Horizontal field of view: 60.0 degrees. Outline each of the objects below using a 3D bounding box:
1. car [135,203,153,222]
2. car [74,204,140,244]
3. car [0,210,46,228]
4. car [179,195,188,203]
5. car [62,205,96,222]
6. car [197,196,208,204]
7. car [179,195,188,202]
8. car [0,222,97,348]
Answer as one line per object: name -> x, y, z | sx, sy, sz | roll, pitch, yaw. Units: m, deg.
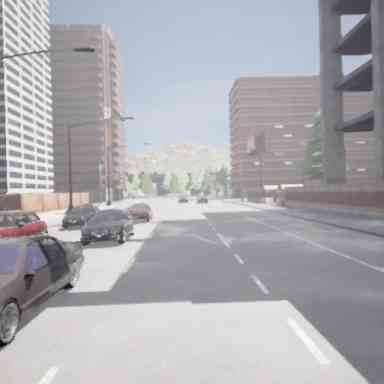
car -> -4.237, 1.627, 27.247 | 1.812, 1.442, 4.674 | -2, 0, -1
car -> -3.969, 1.605, 16.364 | 1.837, 1.490, 4.892 | -2, 0, -2
car -> -7.384, 1.548, 12.915 | 2.097, 1.767, 4.553 | -2, 0, -2
car -> -1.705, 1.607, 67.258 | 1.895, 1.301, 4.718 | -2, 0, -2
car -> -7.654, 1.702, 23.689 | 1.837, 1.490, 4.892 | -2, 0, -1
car -> 1.950, 1.438, 61.246 | 1.812, 1.442, 4.674 | -2, 0, -2
car -> -1.977, 1.425, 77.395 | 1.882, 1.535, 5.008 | -2, 0, -2
car -> -3.713, 1.646, 6.687 | 2.033, 1.411, 5.357 | -2, 0, -2
